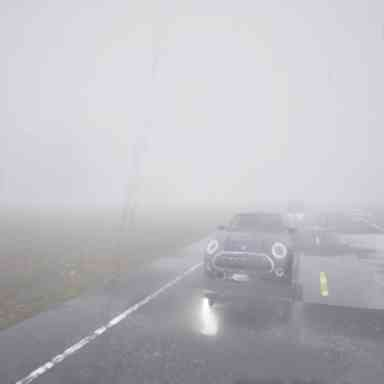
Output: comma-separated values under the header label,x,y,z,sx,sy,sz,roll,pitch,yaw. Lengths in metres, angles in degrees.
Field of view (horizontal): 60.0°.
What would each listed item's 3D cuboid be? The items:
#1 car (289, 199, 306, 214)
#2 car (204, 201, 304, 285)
label,x,y,z,sx,sy,sz,roll,pitch,yaw
car,10.393,1.424,33.459,1.994,1.385,4.181,0,0,20
car,1.914,1.318,9.541,2.097,1.767,4.553,0,0,21
